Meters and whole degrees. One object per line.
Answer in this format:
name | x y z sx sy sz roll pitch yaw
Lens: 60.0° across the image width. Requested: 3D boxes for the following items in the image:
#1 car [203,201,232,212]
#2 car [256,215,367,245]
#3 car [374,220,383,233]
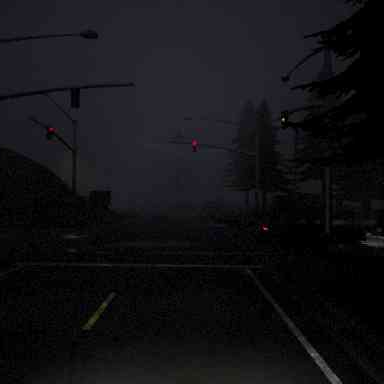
car | 3.970 2.140 50.811 4.553 1.767 2.097 1 0 -30
car | 6.145 1.944 17.494 5.357 1.411 2.033 1 -1 0
car | 14.197 1.868 21.183 4.553 1.767 2.097 0 -1 0
